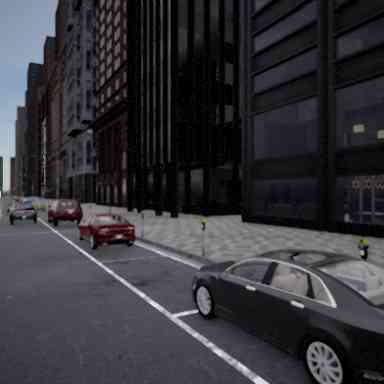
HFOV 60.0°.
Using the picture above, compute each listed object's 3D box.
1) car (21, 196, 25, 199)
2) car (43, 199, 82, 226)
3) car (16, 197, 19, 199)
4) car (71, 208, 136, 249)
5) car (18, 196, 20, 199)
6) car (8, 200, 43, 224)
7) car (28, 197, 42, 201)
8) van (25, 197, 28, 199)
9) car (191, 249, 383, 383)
[{"bbox_3d":[-28.838,1.826,59.243,1.967,1.590,4.097,0,0,-29],"label":"car"},{"bbox_3d":[-9.492,1.463,24.859,2.192,1.841,5.009,0,0,-29],"label":"car"},{"bbox_3d":[-39.892,1.966,78.891,1.967,1.590,4.097,0,0,-29],"label":"car"},{"bbox_3d":[-3.964,1.631,15.034,1.887,1.381,4.507,0,0,-29],"label":"car"},{"bbox_3d":[-34.364,2.006,69.067,2.008,1.369,4.403,0,0,-29],"label":"car"},{"bbox_3d":[-13.494,1.655,26.518,2.128,1.511,4.902,0,0,-29],"label":"car"},{"bbox_3d":[-20.630,1.808,44.655,1.752,1.417,4.829,0,0,-29],"label":"car"},{"bbox_3d":[-23.311,1.657,49.419,1.690,1.788,3.998,0,0,-29],"label":"van"},{"bbox_3d":[1.563,1.577,5.210,2.008,1.369,4.403,0,0,-29],"label":"car"}]
